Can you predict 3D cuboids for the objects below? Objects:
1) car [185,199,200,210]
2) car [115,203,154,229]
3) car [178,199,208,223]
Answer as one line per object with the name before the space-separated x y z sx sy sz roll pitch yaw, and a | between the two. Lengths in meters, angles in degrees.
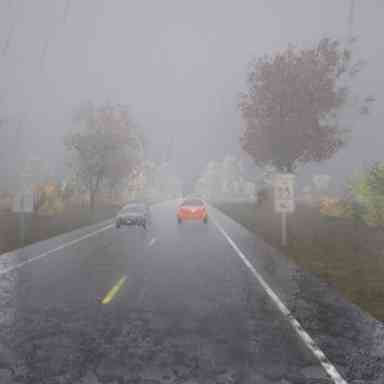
car | 0.076 1.575 43.001 1.895 1.301 4.718 0 0 0
car | -3.582 1.472 21.307 1.837 1.490 4.892 0 0 0
car | 0.068 1.315 25.155 2.097 1.767 4.553 0 0 0
